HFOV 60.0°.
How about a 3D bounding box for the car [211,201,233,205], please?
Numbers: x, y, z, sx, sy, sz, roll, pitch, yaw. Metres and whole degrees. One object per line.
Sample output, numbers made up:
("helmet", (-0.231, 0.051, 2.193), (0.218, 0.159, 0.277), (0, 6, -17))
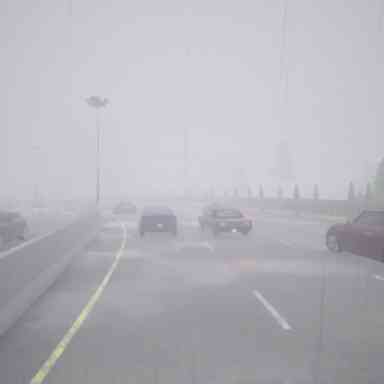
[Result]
("car", (2.506, 1.530, 29.457), (2.033, 1.411, 5.357), (0, 0, -17))

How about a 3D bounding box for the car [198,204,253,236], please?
("car", (1.639, 1.586, 18.308), (1.895, 1.301, 4.718), (0, 0, -11))

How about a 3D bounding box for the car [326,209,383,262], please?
("car", (6.261, 1.316, 10.719), (2.097, 1.767, 4.553), (0, 0, -6))

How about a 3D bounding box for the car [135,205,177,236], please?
("car", (-2.020, 1.481, 18.631), (1.882, 1.535, 5.008), (0, 0, -11))

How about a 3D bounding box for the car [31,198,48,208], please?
("car", (-23.710, 1.721, 51.514), (1.837, 1.490, 4.892), (0, 0, -35))

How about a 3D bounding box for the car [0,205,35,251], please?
("car", (-8.505, 1.540, 14.170), (1.837, 1.490, 4.892), (0, 0, -10))

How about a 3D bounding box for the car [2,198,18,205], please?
("car", (-29.049, 1.785, 52.967), (1.837, 1.490, 4.892), (0, 0, -37))

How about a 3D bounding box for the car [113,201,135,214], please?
("car", (-7.411, 1.616, 36.321), (1.994, 1.385, 4.181), (0, 0, -22))
